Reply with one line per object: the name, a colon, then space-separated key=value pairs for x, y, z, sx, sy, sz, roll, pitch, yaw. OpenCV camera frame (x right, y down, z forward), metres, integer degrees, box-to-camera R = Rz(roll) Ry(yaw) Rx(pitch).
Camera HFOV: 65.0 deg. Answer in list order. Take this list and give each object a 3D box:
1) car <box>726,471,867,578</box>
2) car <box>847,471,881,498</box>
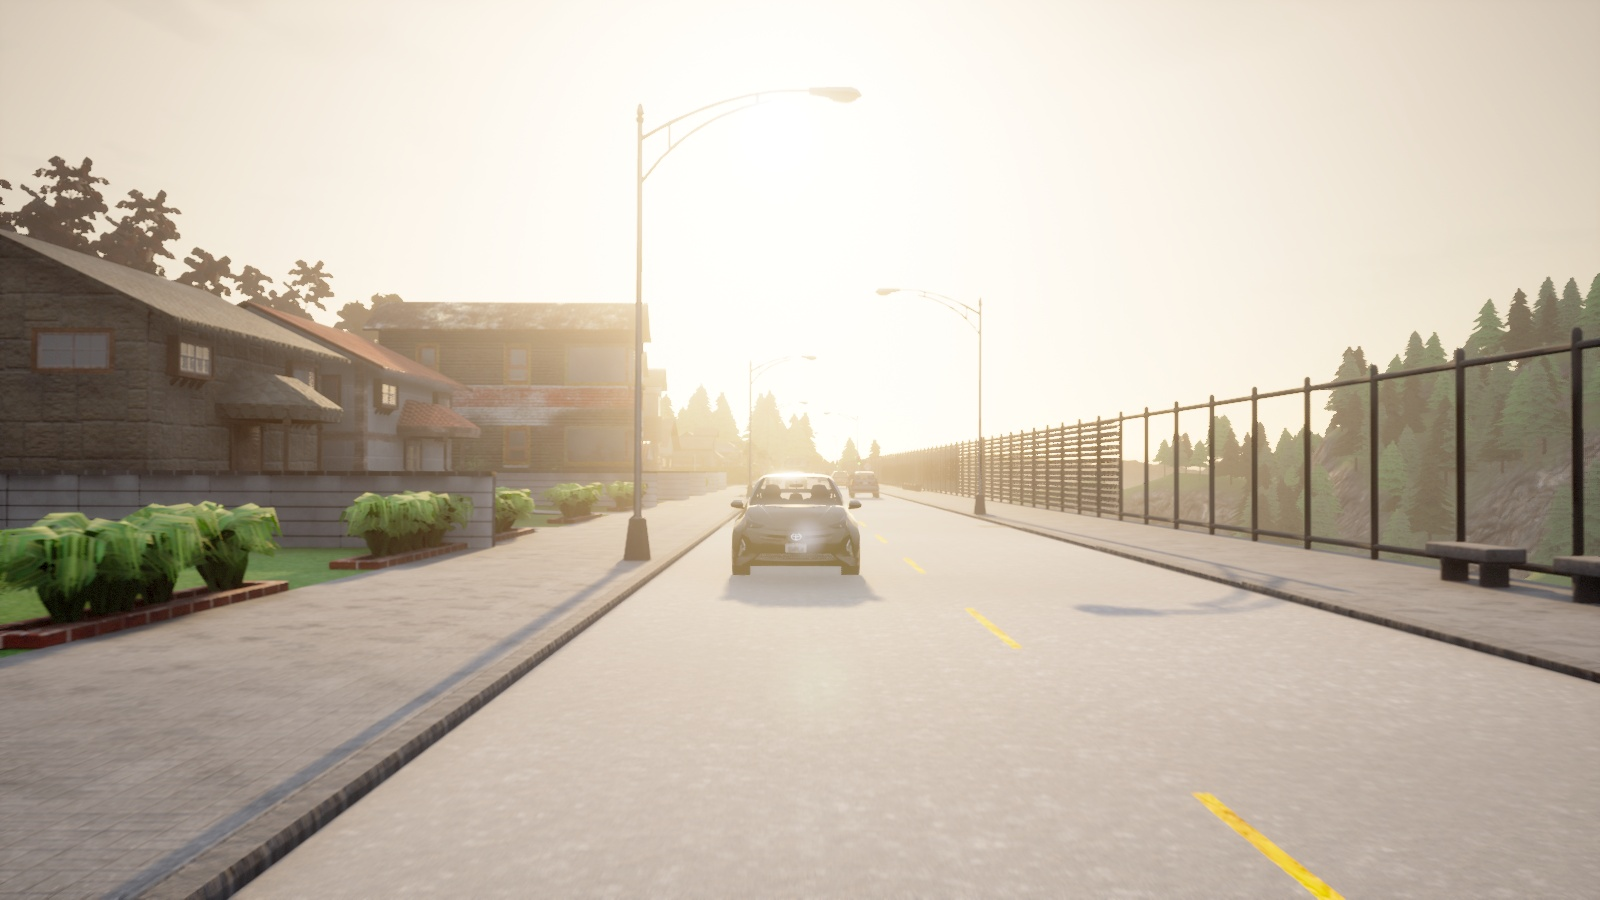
car: x=-0.055 y=1.099 z=20.145 sx=2.007 sy=1.525 sz=4.514 roll=0 pitch=-1 yaw=0
car: x=3.794 y=2.032 z=74.897 sx=1.789 sy=1.549 sz=3.705 roll=0 pitch=-1 yaw=0
